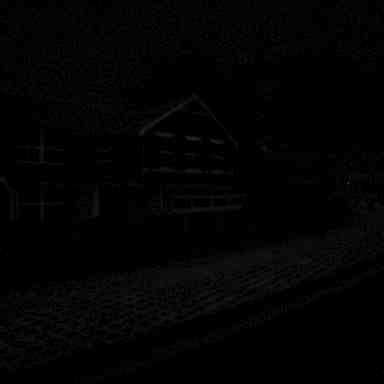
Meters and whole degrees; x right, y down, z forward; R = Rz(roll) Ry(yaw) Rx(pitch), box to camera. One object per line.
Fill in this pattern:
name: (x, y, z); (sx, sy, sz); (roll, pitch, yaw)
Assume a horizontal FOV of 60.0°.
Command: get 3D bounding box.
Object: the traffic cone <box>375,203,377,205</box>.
traffic cone: (28.824, 1.753, 52.104); (0.340, 0.580, 0.340); (0, 0, 10)
